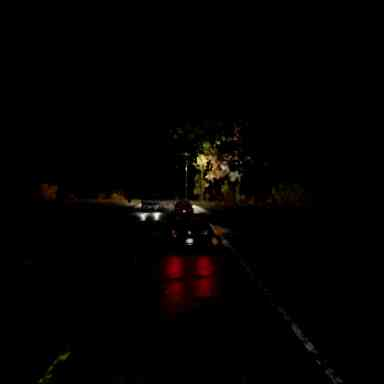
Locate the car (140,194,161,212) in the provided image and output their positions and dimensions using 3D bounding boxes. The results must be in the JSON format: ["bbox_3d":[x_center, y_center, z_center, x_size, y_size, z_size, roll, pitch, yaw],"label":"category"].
[{"bbox_3d":[-5.008,1.334,40.694,2.150,2.045,5.566,0,0,-4],"label":"car"}]

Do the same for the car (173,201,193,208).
[{"bbox_3d":[-0.854,1.617,32.986,1.812,1.442,4.674,0,0,-3],"label":"car"}]

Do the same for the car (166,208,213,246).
[{"bbox_3d":[-0.148,1.650,15.485,1.895,1.301,4.718,0,0,-1],"label":"car"}]
